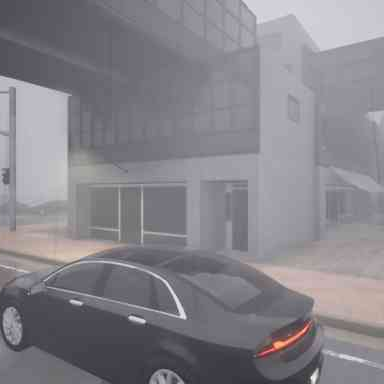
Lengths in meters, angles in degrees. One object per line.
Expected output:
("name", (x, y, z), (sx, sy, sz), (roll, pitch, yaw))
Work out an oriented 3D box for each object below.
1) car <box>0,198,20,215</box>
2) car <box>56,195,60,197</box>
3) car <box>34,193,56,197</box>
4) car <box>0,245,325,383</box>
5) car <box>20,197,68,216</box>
("car", (-18.377, 1.564, 33.151), (1.994, 1.385, 4.181), (0, 0, 36))
("car", (-29.522, 1.364, 72.196), (3.905, 1.438, 1.784), (0, 0, 35))
("car", (-31.249, 1.153, 69.870), (4.605, 1.855, 1.932), (0, 0, 35))
("car", (-0.809, 1.505, 4.569), (4.892, 1.490, 1.837), (0, 0, 36))
("car", (-14.000, 1.505, 33.205), (1.837, 1.490, 4.892), (0, 0, 36))
